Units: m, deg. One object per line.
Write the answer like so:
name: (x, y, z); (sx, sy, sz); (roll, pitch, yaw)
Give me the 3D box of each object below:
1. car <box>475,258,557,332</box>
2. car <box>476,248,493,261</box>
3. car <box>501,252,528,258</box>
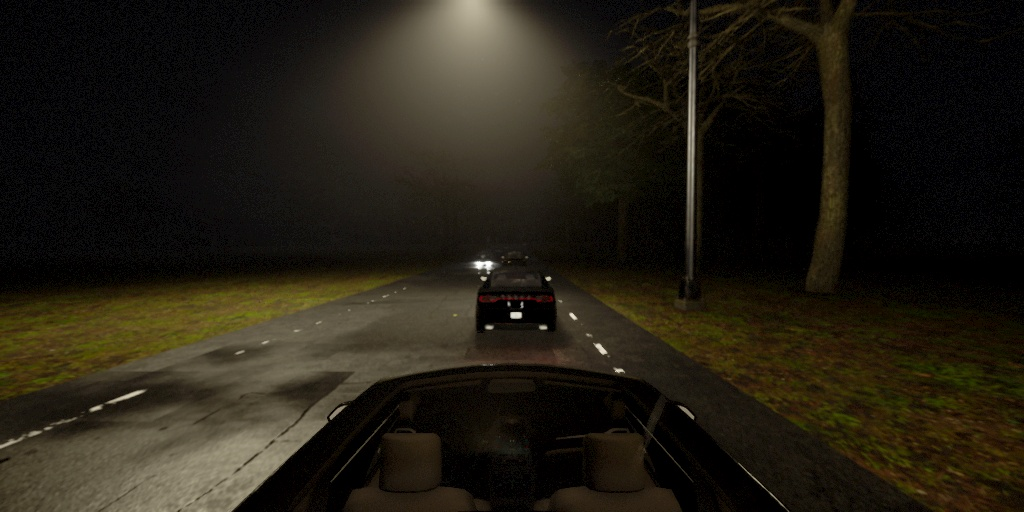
car: (0.110, 1.010, 10.002); (1.882, 1.535, 5.008); (0, 2, 1)
car: (-3.379, -0.196, 44.631); (2.128, 1.511, 4.902); (0, 2, 0)
car: (0.213, 0.434, 28.586); (1.837, 1.490, 4.892); (0, 2, 0)
